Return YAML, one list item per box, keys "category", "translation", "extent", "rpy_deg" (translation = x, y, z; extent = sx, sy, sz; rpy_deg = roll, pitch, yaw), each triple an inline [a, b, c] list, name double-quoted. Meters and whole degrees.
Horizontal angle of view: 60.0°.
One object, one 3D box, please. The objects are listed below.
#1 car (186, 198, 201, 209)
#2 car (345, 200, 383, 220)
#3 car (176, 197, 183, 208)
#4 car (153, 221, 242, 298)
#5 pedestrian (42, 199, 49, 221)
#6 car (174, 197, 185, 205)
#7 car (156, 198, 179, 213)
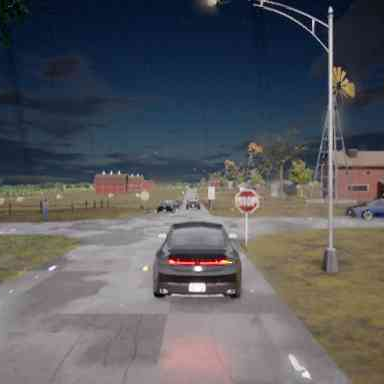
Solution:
- category: "car"
  translation: [0.157, 1.625, 46.367]
  extent: [1.812, 1.442, 4.674]
  rpy_deg: [0, 0, 0]
- category: "car"
  translation: [13.532, 1.257, 24.345]
  extent: [4.181, 1.385, 1.994]
  rpy_deg: [-1, 1, -2]
- category: "car"
  translation: [-2.771, 1.669, 47.117]
  extent: [1.994, 1.385, 4.181]
  rpy_deg: [0, 0, 0]
- category: "car"
  translation: [0.139, 1.503, 8.506]
  extent: [1.837, 1.490, 4.892]
  rpy_deg: [0, 0, 1]
- category: "pedestrian"
  translation: [-12.121, 1.454, 27.530]
  extent: [0.375, 1.860, 0.375]
  rpy_deg: [0, 2, 0]
- category: "car"
  translation: [-2.664, 1.841, 69.562]
  extent: [2.128, 1.511, 4.902]
  rpy_deg: [0, -1, 0]
- category: "car"
  translation: [-2.830, 1.652, 37.159]
  extent: [1.895, 1.301, 4.718]
  rpy_deg: [0, 0, 1]
